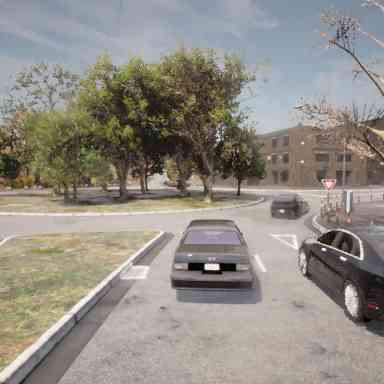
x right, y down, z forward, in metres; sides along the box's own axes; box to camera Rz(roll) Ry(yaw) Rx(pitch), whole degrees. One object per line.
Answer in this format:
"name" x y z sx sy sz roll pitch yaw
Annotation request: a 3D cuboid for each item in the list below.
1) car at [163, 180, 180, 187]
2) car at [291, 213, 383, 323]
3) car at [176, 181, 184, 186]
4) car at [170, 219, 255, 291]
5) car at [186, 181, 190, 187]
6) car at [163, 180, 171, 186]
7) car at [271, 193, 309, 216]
"car" -4.481 -1.748 71.704 2.033 1.411 5.357 -1 2 -9
"car" 3.694 1.450 7.015 1.837 1.490 4.892 0 1 3
"car" -3.076 -2.101 84.104 1.895 1.301 4.718 0 1 -4
"car" 0.551 1.449 8.970 2.033 1.411 5.357 0 1 4
"car" -1.623 -1.793 74.010 1.895 1.301 4.718 -1 2 -9
"car" -6.342 -2.188 84.113 1.837 1.490 4.892 0 1 -4
"car" 7.044 0.869 23.717 1.837 1.490 4.892 0 3 29
